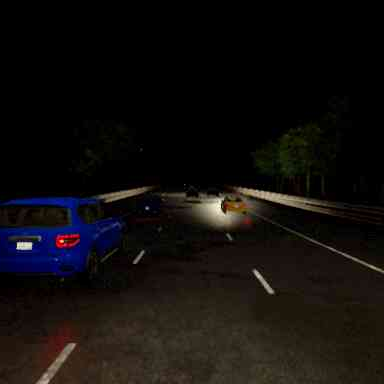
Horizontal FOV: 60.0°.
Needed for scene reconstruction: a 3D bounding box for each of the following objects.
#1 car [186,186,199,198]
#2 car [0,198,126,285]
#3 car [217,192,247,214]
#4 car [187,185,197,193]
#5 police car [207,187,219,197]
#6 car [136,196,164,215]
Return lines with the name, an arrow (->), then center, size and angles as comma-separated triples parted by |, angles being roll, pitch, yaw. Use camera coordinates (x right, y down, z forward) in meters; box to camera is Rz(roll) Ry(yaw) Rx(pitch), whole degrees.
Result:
car -> 0.078, 0.059, 53.652 | 1.882, 1.535, 5.008 | 0, 2, 0
car -> -3.403, 1.159, 9.447 | 2.150, 2.045, 5.566 | 0, 1, 0
car -> 3.508, 1.016, 28.713 | 1.801, 1.575, 5.366 | 0, 2, 0
car -> -0.025, -0.622, 70.606 | 2.128, 1.511, 4.902 | 0, 3, 0
police car -> 3.481, -0.077, 56.338 | 1.930, 1.638, 5.238 | 0, 1, 0
car -> -3.410, 1.029, 27.842 | 1.882, 1.535, 5.008 | 0, 2, 0
